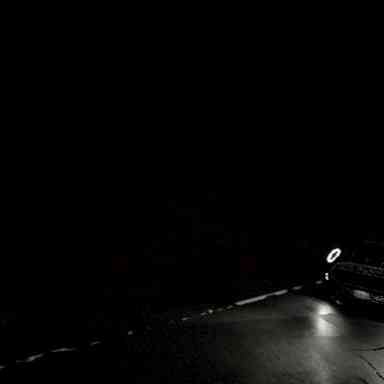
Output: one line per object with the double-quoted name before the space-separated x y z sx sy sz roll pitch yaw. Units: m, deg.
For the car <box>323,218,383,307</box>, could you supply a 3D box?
"car" 5.035 1.364 7.609 4.553 1.767 2.097 0 0 -36
